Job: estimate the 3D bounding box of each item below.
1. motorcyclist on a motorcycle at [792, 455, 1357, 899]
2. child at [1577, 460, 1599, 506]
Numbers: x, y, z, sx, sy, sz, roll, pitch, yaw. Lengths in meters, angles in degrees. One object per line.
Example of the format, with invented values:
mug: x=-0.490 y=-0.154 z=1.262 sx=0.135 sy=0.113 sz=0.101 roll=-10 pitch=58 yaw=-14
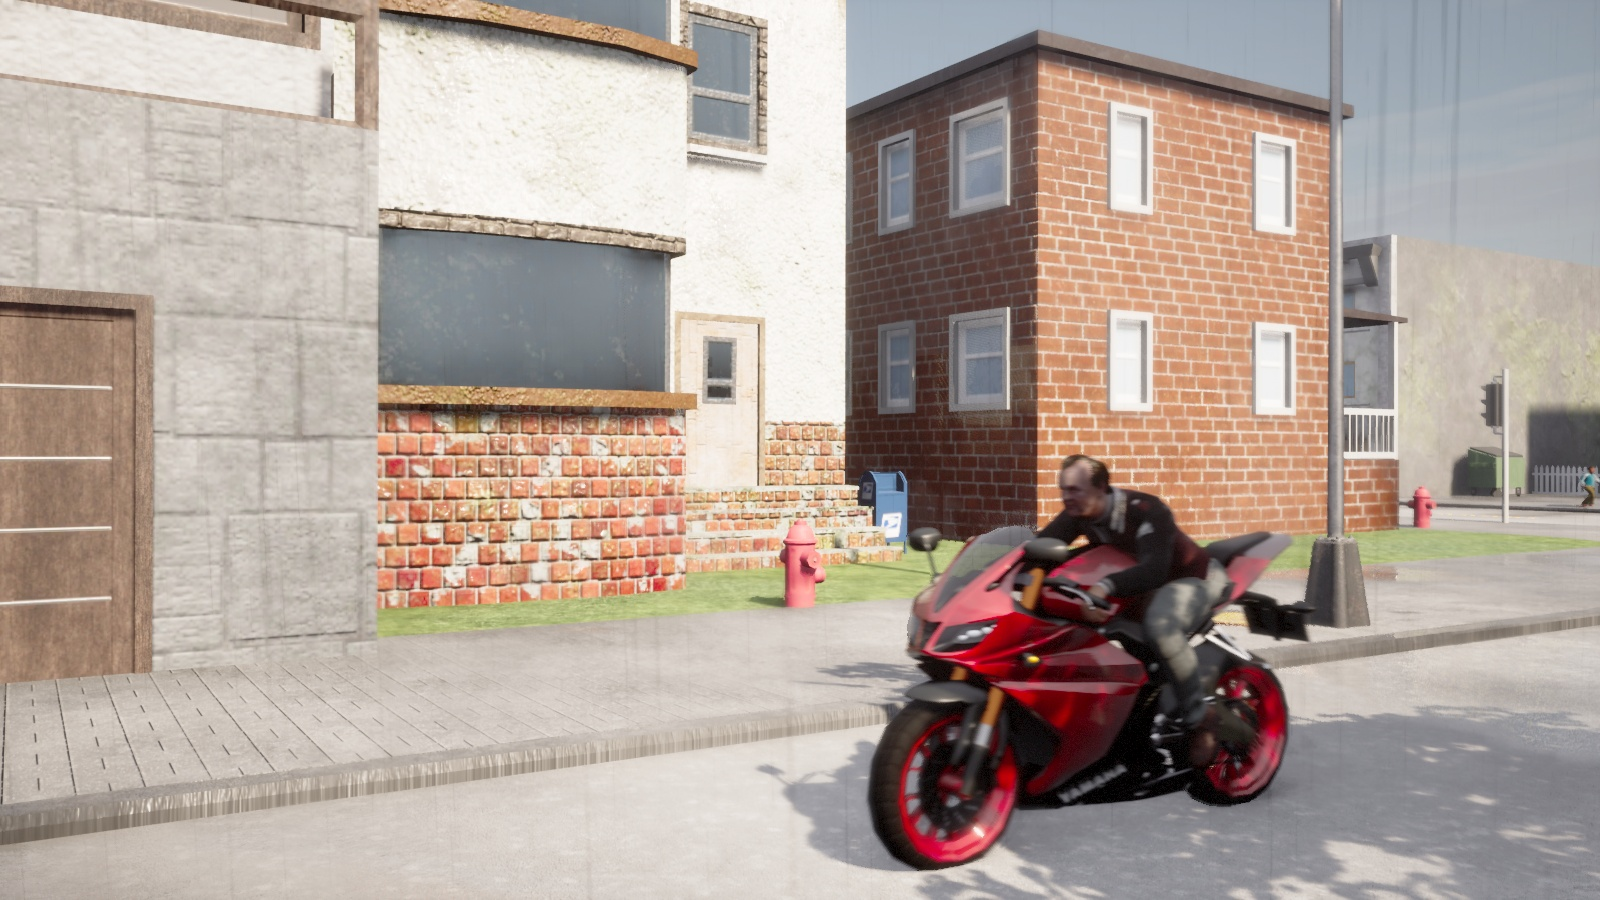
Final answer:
motorcyclist on a motorcycle: x=1.128 y=0.790 z=4.948 sx=2.191 sy=1.530 sz=0.866 roll=0 pitch=0 yaw=-32
child: x=20.746 y=0.871 z=33.007 sx=0.343 sy=1.192 sz=0.448 roll=0 pitch=0 yaw=-14
